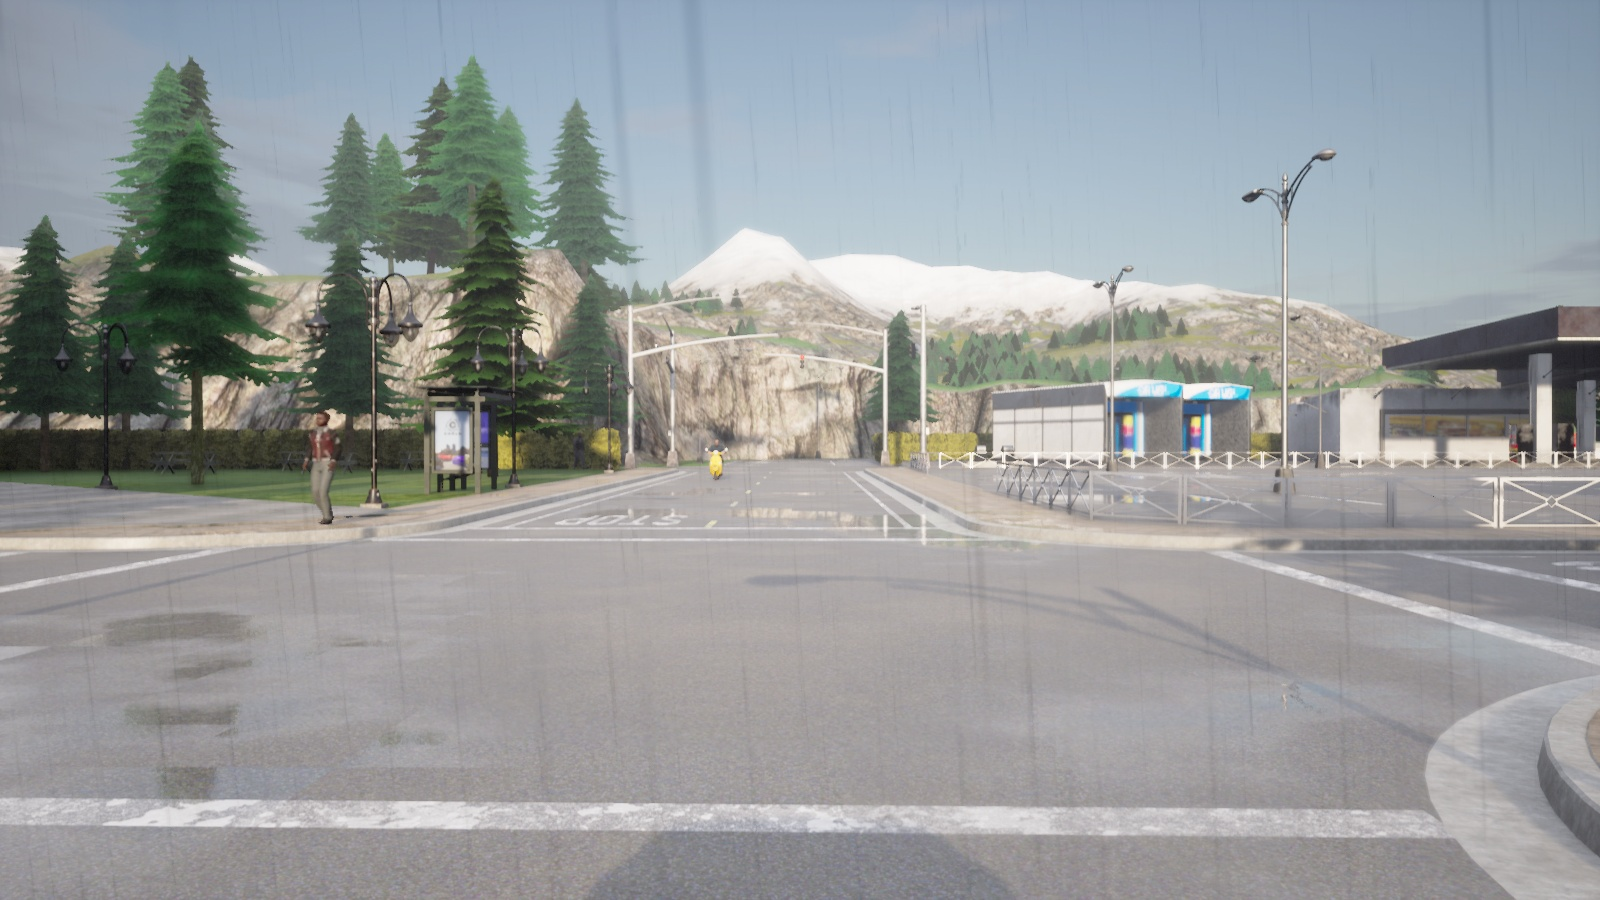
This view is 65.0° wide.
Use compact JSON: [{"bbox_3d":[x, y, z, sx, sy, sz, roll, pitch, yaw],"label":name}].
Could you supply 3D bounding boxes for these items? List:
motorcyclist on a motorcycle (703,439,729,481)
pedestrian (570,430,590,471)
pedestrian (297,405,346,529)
[{"bbox_3d":[-3.215,0.378,48.328,0.866,1.590,1.817,0,0,0],"label":"motorcyclist on a motorcycle"},{"bbox_3d":[-10.195,0.009,58.254,0.563,1.883,0.849,0,0,-41],"label":"pedestrian"},{"bbox_3d":[-7.604,0.258,19.958,0.402,1.930,0.666,0,0,15],"label":"pedestrian"}]
